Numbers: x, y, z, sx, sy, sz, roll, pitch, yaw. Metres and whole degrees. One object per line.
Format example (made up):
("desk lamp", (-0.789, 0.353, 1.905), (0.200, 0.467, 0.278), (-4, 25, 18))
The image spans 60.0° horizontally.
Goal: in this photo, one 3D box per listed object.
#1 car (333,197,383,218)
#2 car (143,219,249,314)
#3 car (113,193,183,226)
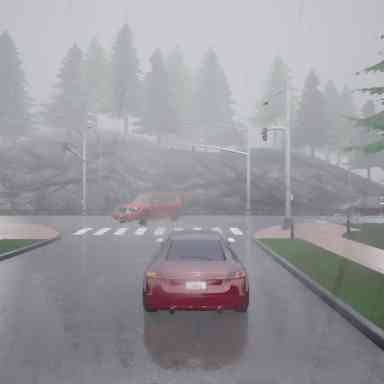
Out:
("car", (14.064, 1.190, 27.223), (4.553, 1.767, 2.097), (0, 0, 0))
("car", (0.084, 1.564, 7.685), (1.994, 1.385, 4.181), (0, 0, 0))
("car", (-2.872, 1.115, 22.996), (2.150, 2.045, 5.566), (-1, 0, 35))
